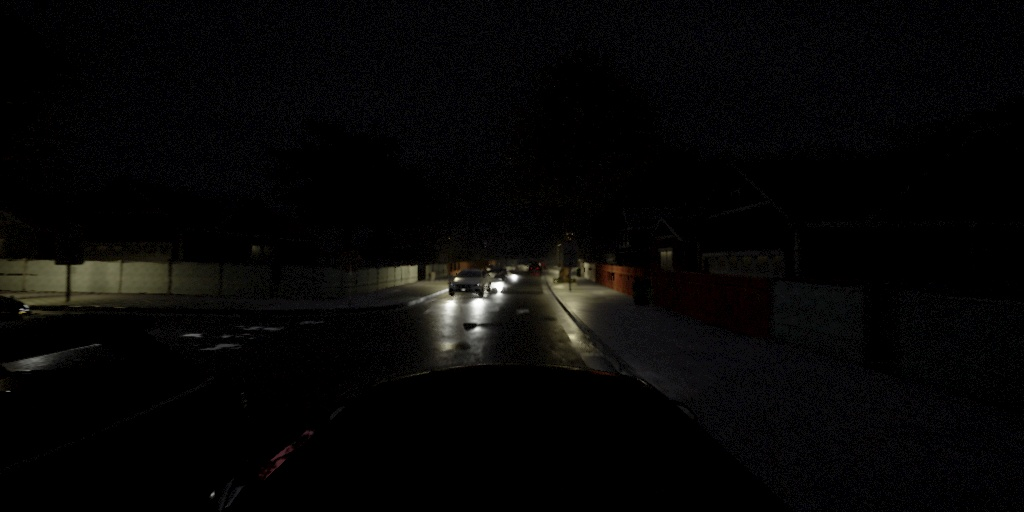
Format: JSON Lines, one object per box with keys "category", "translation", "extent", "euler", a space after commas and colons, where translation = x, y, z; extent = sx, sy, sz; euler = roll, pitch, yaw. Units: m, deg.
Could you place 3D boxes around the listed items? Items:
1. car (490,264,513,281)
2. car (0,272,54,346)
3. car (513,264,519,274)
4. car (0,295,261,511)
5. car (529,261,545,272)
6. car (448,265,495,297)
{"category": "car", "translation": [-1.465, 1.516, 34.008], "extent": [2.128, 1.511, 4.902], "euler": [0, 0, 5]}
{"category": "car", "translation": [-13.115, 1.078, 7.440], "extent": [4.892, 1.490, 1.837], "euler": [1, -1, 1]}
{"category": "car", "translation": [-0.220, 1.693, 46.900], "extent": [1.895, 1.301, 4.718], "euler": [0, 0, 7]}
{"category": "car", "translation": [-2.810, 1.087, 0.573], "extent": [2.097, 1.767, 4.553], "euler": [0, -1, 0]}
{"category": "car", "translation": [3.552, 1.621, 53.826], "extent": [1.837, 1.490, 4.892], "euler": [0, -1, 8]}
{"category": "car", "translation": [-2.352, 1.474, 20.879], "extent": [1.812, 1.442, 4.674], "euler": [0, 0, 4]}
